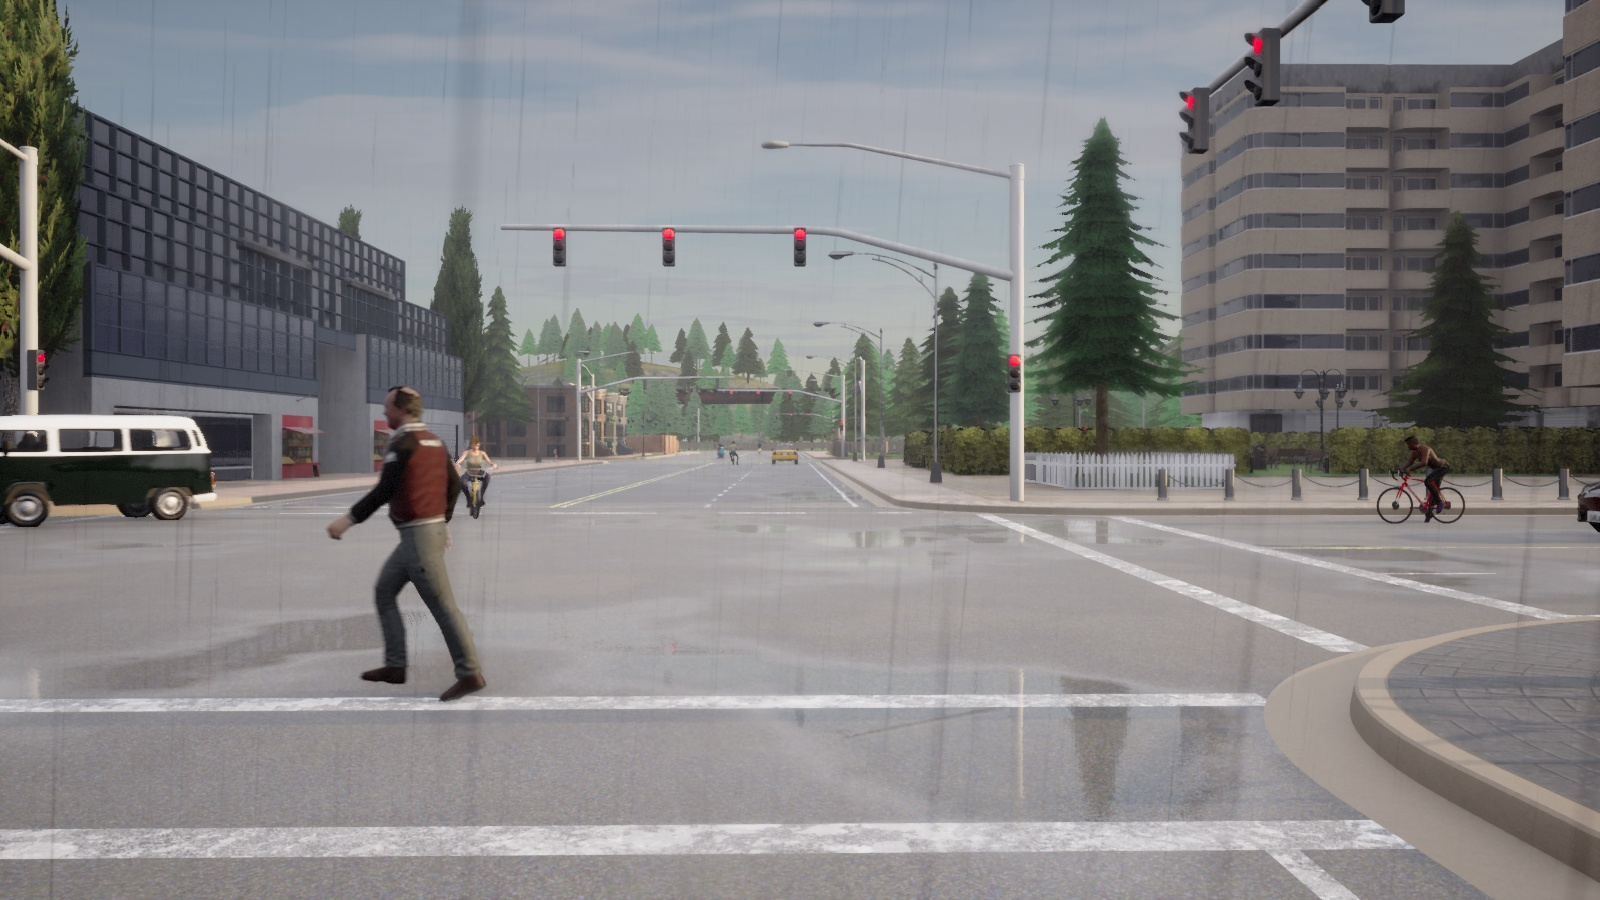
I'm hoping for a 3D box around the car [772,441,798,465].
[{"bbox_3d":[-1.048,0.189,87.747,1.801,1.575,5.366,0,0,-1],"label":"car"}]

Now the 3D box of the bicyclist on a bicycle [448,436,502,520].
[{"bbox_3d":[-6.438,0.538,24.830,0.866,1.612,1.509,1,0,-20],"label":"bicyclist on a bicycle"}]

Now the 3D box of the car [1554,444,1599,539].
[{"bbox_3d":[14.827,0.647,19.625,4.792,1.488,2.163,0,0,-1],"label":"car"}]

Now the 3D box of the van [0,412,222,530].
[{"bbox_3d":[-13.578,0.325,23.561,2.069,2.038,4.480,2,2,41],"label":"van"}]

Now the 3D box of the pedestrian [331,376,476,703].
[{"bbox_3d":[-2.296,0.505,7.308,0.720,1.854,0.376,0,0,2],"label":"pedestrian"}]

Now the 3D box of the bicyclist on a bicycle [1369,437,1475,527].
[{"bbox_3d":[11.414,0.578,23.080,1.656,1.620,0.582,0,0,-1],"label":"bicyclist on a bicycle"}]
